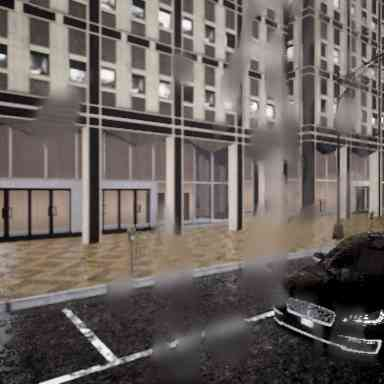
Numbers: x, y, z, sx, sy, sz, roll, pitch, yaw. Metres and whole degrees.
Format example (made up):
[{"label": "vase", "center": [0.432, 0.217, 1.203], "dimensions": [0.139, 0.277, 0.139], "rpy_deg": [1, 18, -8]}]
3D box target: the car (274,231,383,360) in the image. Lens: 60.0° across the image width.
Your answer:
[{"label": "car", "center": [3.528, 1.502, 5.887], "dimensions": [4.892, 1.490, 1.837], "rpy_deg": [0, 0, -35]}]
